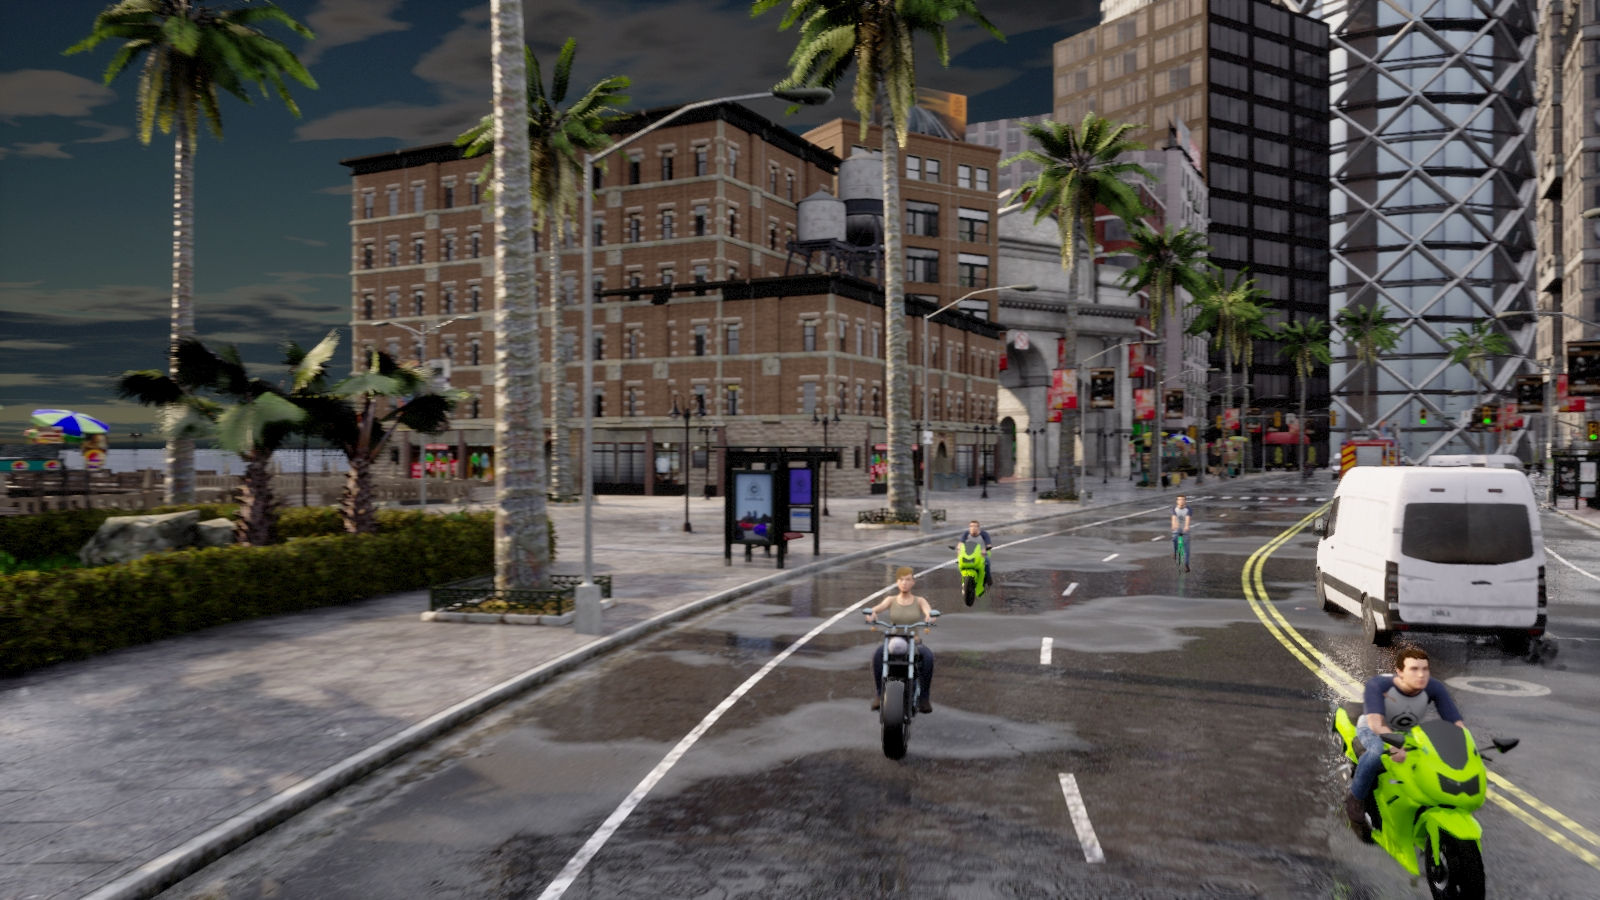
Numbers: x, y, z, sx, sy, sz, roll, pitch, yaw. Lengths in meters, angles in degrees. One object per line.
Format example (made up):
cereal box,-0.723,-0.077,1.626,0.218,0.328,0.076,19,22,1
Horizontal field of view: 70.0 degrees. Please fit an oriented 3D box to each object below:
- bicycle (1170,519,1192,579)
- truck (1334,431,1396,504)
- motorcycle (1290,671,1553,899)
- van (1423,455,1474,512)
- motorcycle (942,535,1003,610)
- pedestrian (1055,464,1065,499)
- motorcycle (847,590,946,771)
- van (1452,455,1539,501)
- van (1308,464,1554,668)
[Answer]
bicycle,8.566,2.214,25.680,0.373,1.196,1.643,0,0,21
truck,31.852,0.920,64.232,2.891,3.827,8.468,0,0,28
motorcycle,3.928,2.217,7.446,0.803,1.145,2.033,1,0,7
van,31.617,1.564,55.801,1.988,2.561,5.915,0,0,28
motorcycle,3.199,2.216,21.020,0.803,1.145,2.033,0,0,17
pedestrian,13.943,1.709,61.186,0.375,1.860,0.375,0,0,-44
motorcycle,0.996,2.171,11.235,0.764,1.277,2.356,0,0,10
van,40.357,1.572,66.237,5.915,2.561,1.988,0,0,-34
van,9.569,1.543,17.942,1.988,2.561,5.915,0,0,15
